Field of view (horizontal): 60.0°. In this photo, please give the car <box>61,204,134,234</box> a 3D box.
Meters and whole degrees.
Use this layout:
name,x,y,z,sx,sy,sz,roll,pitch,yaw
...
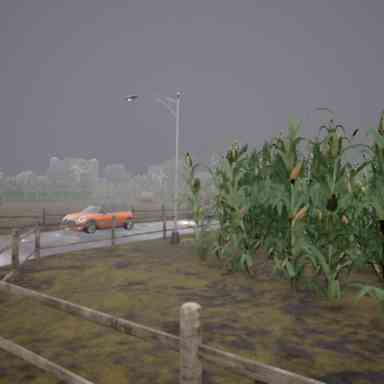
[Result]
name,x,y,z,sx,sy,sz,roll,pitch,yaw
car,-5.787,1.550,20.797,2.097,1.767,4.553,1,0,35

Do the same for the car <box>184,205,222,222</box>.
name,x,y,z,sx,sy,sz,roll,pitch,yaw
car,1.069,1.924,30.627,1.994,1.385,4.181,1,0,35
